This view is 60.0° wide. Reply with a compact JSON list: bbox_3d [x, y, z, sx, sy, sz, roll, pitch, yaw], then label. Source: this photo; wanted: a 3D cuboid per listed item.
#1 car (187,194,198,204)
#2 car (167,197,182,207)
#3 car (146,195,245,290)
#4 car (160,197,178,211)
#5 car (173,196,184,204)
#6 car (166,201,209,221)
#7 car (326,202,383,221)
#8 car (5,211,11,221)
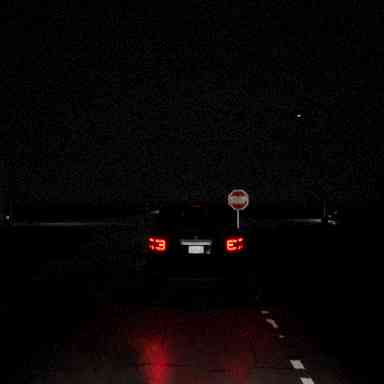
[{"bbox_3d":[0.042,1.405,67.856,2.097,1.767,4.553,0,0,0],"label":"car"},{"bbox_3d":[-2.860,1.589,55.055,2.033,1.411,5.357,0,0,0],"label":"car"},{"bbox_3d":[0.091,1.225,9.217,2.150,2.045,5.566,0,0,0],"label":"car"},{"bbox_3d":[-2.879,1.505,42.326,1.882,1.535,5.008,0,0,0],"label":"car"},{"bbox_3d":[-2.815,1.599,68.475,2.033,1.411,5.357,0,0,0],"label":"car"},{"bbox_3d":[-0.512,1.600,28.993,1.994,1.385,4.181,0,1,-29],"label":"car"},{"bbox_3d":[13.644,1.539,26.605,5.357,1.411,2.033,0,-1,-1],"label":"car"},{"bbox_3d":[-15.510,1.564,23.551,4.902,1.511,2.128,0,-1,-2],"label":"car"}]
